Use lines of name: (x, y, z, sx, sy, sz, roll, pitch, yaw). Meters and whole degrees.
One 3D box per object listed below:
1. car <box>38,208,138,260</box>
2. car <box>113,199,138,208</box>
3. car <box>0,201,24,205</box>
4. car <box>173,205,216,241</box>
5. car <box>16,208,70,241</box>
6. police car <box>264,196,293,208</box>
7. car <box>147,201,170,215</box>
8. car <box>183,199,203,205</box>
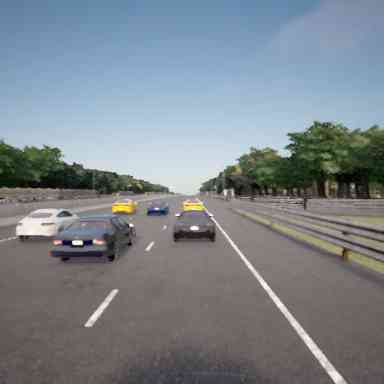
car: (-3.390, 1.550, 12.365, 2.033, 1.411, 5.357, 0, 0, 0)
car: (-6.875, 1.481, 34.691, 1.882, 1.535, 5.008, 0, 0, 0)
car: (-17.554, 1.567, 32.319, 1.994, 1.385, 4.181, 0, 0, 0)
car: (0.112, 1.567, 16.660, 1.994, 1.385, 4.181, 0, 0, 0)
car: (-6.887, 1.529, 16.505, 1.812, 1.442, 4.674, 0, 0, 0)
police car: (11.643, 1.303, 45.359, 1.930, 1.638, 5.238, 0, 0, -20)
car: (-3.375, 1.567, 33.755, 1.994, 1.385, 4.181, 0, 0, 0)
car: (0.125, 1.481, 34.508, 1.882, 1.535, 5.008, 0, 0, 0)
